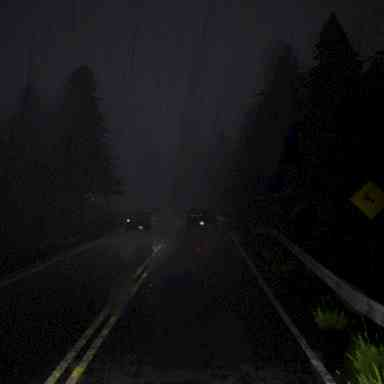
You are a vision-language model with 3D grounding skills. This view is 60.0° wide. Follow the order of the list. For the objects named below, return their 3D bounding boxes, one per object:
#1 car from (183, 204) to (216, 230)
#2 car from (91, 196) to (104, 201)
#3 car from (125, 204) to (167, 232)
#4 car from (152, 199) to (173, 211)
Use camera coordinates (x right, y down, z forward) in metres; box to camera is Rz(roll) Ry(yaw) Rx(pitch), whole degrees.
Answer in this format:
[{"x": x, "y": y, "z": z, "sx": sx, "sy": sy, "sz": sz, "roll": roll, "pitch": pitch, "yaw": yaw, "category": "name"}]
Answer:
[{"x": 0.523, "y": 1.567, "z": 21.820, "sx": 1.837, "sy": 1.490, "sz": 4.892, "roll": 0, "pitch": 0, "yaw": -1, "category": "car"}, {"x": -17.019, "y": 1.446, "z": 59.525, "sx": 2.097, "sy": 1.767, "sz": 4.553, "roll": 2, "pitch": -4, "yaw": -22, "category": "car"}, {"x": -2.816, "y": 1.653, "z": 20.529, "sx": 1.895, "sy": 1.301, "sz": 4.718, "roll": 0, "pitch": 0, "yaw": 0, "category": "car"}, {"x": -3.779, "y": 1.619, "z": 41.861, "sx": 1.837, "sy": 1.490, "sz": 4.892, "roll": 2, "pitch": -1, "yaw": -22, "category": "car"}]
